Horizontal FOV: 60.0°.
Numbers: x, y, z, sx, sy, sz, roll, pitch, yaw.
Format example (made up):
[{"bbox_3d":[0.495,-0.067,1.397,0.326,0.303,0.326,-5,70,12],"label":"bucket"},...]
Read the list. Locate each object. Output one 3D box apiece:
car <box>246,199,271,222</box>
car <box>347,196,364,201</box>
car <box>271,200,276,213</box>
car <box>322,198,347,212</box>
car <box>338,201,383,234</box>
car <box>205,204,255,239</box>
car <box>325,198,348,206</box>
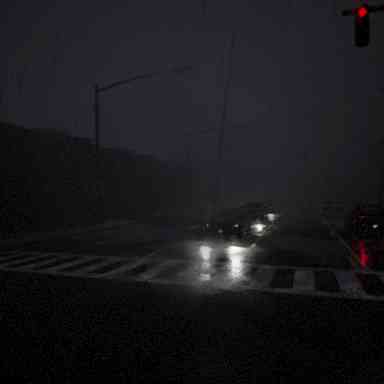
[{"bbox_3d":[5.226,1.584,27.876,1.882,1.535,5.008,-1,0,18],"label":"car"},{"bbox_3d":[21.823,1.324,44.862,2.097,1.767,4.553,-1,0,15],"label":"car"},{"bbox_3d":[8.648,1.601,38.413,1.882,1.535,5.008,-1,-1,18],"label":"car"},{"bbox_3d":[16.393,1.562,39.006,2.033,1.411,5.357,-1,0,18],"label":"car"},{"bbox_3d":[9.735,1.473,18.583,2.128,1.511,4.902,-1,0,18],"label":"car"},{"bbox_3d":[2.079,1.617,18.167,1.812,1.442,4.674,-1,0,18],"label":"car"},{"bbox_3d":[23.671,1.608,54.667,1.895,1.301,4.718,-1,0,1],"label":"car"}]
